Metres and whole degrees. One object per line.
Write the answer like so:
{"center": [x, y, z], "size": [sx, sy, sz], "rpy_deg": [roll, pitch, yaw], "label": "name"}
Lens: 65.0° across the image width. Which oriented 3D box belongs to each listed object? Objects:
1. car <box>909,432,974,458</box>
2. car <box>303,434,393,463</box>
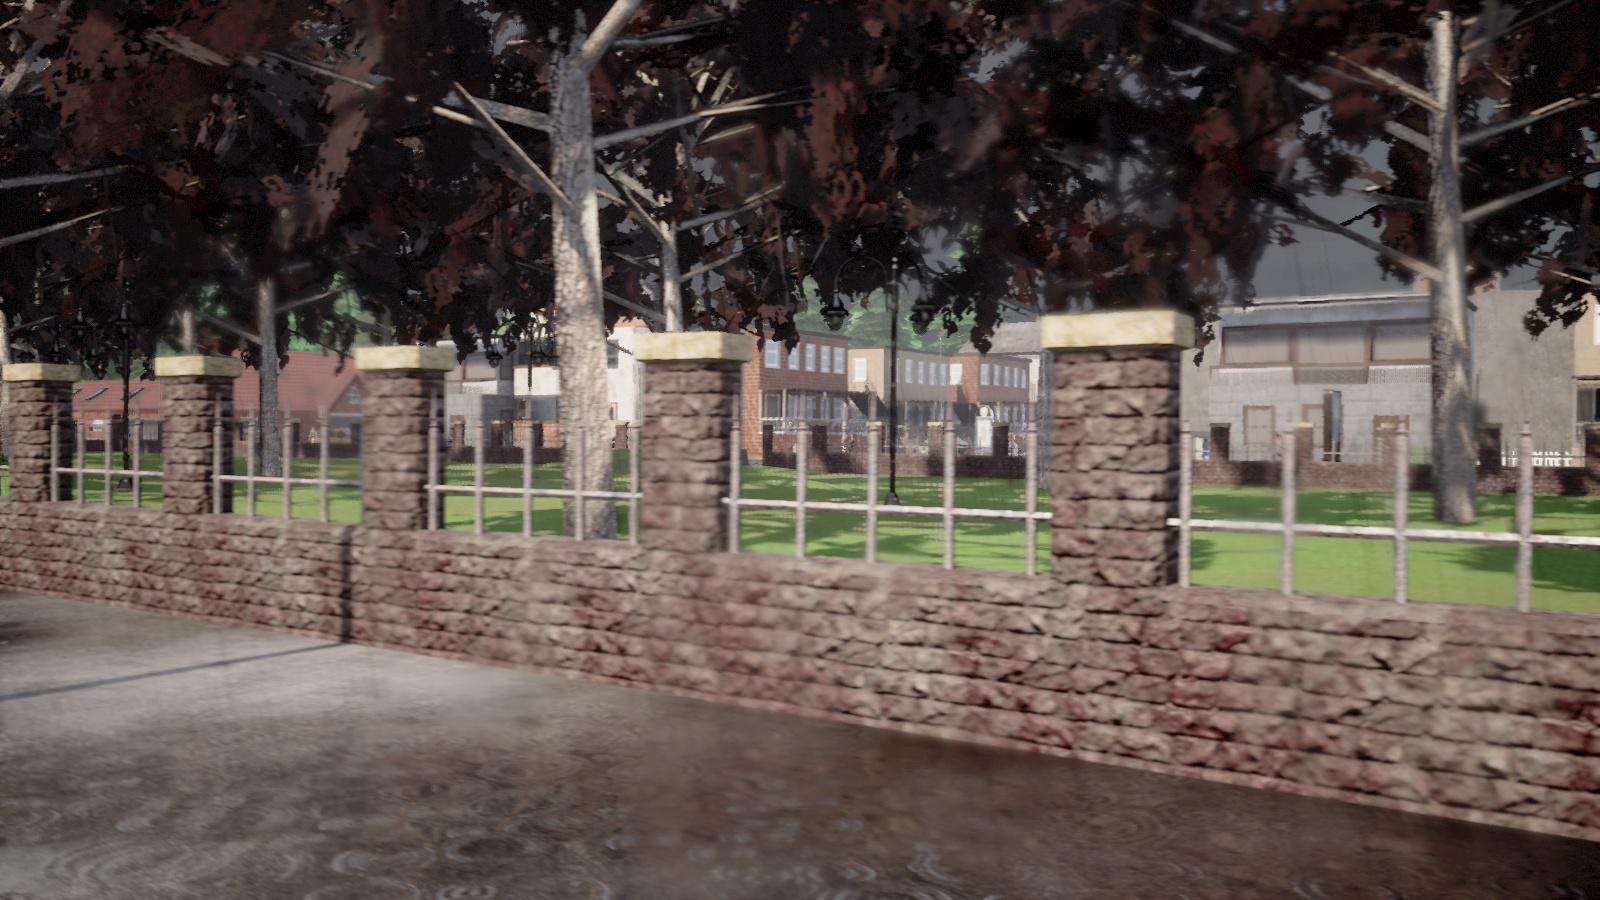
{"center": [8.357, -0.327, 73.898], "size": [1.812, 1.442, 4.674], "rpy_deg": [0, 1, 34], "label": "car"}
{"center": [-25.514, -0.064, 70.760], "size": [5.366, 1.575, 1.801], "rpy_deg": [0, 1, 32], "label": "car"}
